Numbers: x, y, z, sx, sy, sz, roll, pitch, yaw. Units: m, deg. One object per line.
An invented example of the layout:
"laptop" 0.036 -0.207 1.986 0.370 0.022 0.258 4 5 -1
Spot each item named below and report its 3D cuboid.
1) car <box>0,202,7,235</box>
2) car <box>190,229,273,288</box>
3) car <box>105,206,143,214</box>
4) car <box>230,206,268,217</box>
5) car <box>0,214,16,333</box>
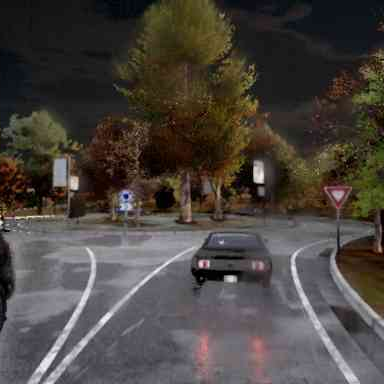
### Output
"car" -14.382 1.694 21.977 5.566 2.045 2.150 -1 -1 42
"car" 1.274 1.731 9.681 1.895 1.301 4.718 0 -2 10
"car" -10.064 2.630 49.464 5.357 1.411 2.033 1 -2 -22
"car" 7.935 2.726 46.519 5.357 1.411 2.033 -1 -2 43
"car" -3.883 1.234 3.383 2.150 2.045 5.566 0 -1 -5
